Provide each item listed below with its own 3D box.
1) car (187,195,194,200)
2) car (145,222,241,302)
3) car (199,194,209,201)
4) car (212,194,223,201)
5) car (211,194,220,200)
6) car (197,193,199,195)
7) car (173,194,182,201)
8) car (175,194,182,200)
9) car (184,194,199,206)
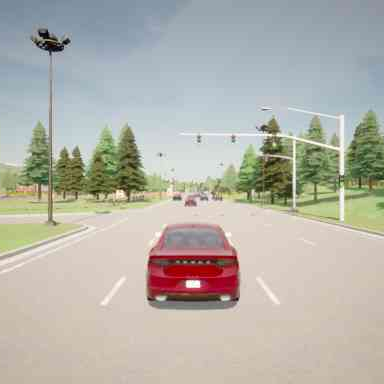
[{"bbox_3d":[-0.358,1.418,94.030,1.895,1.301,4.718,0,0,0],"label":"car"},{"bbox_3d":[0.031,1.477,8.365,1.882,1.535,5.008,0,0,0],"label":"car"},{"bbox_3d":[3.180,1.508,84.010,1.812,1.442,4.674,0,0,0],"label":"car"},{"bbox_3d":[6.682,1.509,83.606,2.128,1.511,4.902,0,0,0],"label":"car"},{"bbox_3d":[6.642,1.363,94.026,2.033,1.411,5.357,0,0,0],"label":"car"},{"bbox_3d":[3.142,1.348,94.013,2.128,1.511,4.902,0,0,0],"label":"car"},{"bbox_3d":[-3.818,1.461,83.566,1.882,1.535,5.008,0,0,0],"label":"car"},{"bbox_3d":[-3.858,1.301,93.986,1.882,1.535,5.008,0,0,0],"label":"car"},{"bbox_3d":[-0.201,1.520,52.967,1.812,1.442,4.674,0,0,0],"label":"car"}]
